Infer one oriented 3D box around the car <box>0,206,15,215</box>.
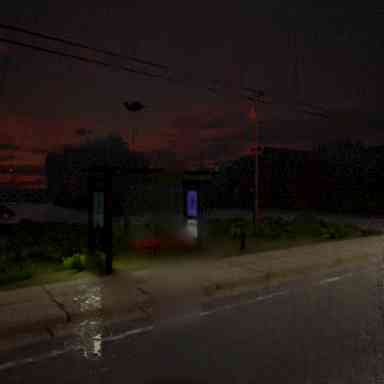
[{"bbox_3d":[-16.735,1.528,27.306,3.905,1.438,1.784,0,0,-36],"label":"car"}]
